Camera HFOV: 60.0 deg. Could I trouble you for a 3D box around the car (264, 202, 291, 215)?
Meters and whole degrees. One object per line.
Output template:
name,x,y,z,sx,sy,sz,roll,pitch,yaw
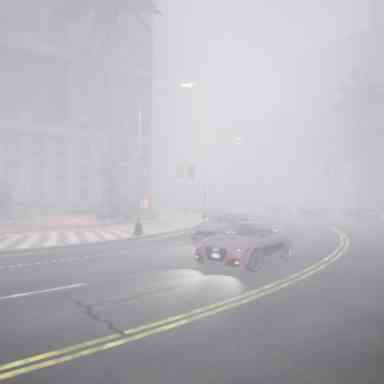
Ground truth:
car,11.402,2.089,44.853,2.097,1.767,4.553,1,-1,-12

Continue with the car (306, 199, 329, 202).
car,15.576,1.956,42.658,2.150,2.045,5.566,1,-1,-10

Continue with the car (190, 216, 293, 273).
car,1.913,1.748,11.546,1.994,1.385,4.181,0,-1,37

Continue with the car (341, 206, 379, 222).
car,16.287,2.080,32.441,2.128,1.511,4.902,0,-1,2

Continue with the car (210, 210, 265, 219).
car,1.895,1.818,17.479,2.033,1.411,5.357,0,-1,29

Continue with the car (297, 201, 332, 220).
car,12.784,2.085,35.313,1.882,1.535,5.008,0,-1,-1
